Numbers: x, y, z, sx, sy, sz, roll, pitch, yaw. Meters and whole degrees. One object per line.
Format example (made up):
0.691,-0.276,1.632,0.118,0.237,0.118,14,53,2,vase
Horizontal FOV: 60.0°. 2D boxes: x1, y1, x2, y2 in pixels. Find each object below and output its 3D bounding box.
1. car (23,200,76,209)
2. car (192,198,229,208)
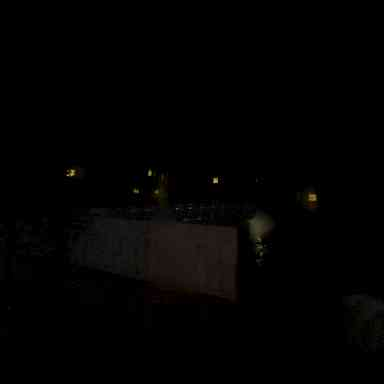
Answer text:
-11.829,1.330,26.244,2.033,1.411,5.357,4,2,39,car
2.384,1.483,41.467,5.357,1.411,2.033,1,3,-42,car
